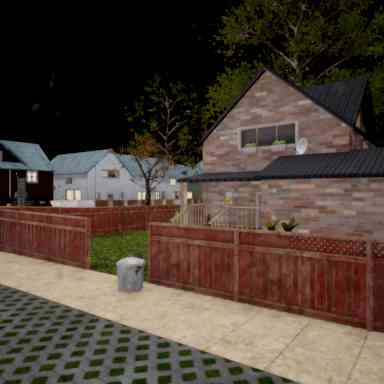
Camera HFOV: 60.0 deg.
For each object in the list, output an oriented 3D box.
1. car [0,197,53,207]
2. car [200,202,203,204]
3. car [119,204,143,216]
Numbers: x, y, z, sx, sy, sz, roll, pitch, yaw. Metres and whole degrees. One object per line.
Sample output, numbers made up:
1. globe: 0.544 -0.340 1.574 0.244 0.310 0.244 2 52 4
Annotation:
1. car: -12.593 1.350 23.472 2.150 2.045 5.566 0 -1 36
2. car: 2.100 1.890 43.141 1.812 1.442 4.674 0 0 37
3. car: -5.913 1.838 32.441 1.895 1.301 4.718 0 -1 37
